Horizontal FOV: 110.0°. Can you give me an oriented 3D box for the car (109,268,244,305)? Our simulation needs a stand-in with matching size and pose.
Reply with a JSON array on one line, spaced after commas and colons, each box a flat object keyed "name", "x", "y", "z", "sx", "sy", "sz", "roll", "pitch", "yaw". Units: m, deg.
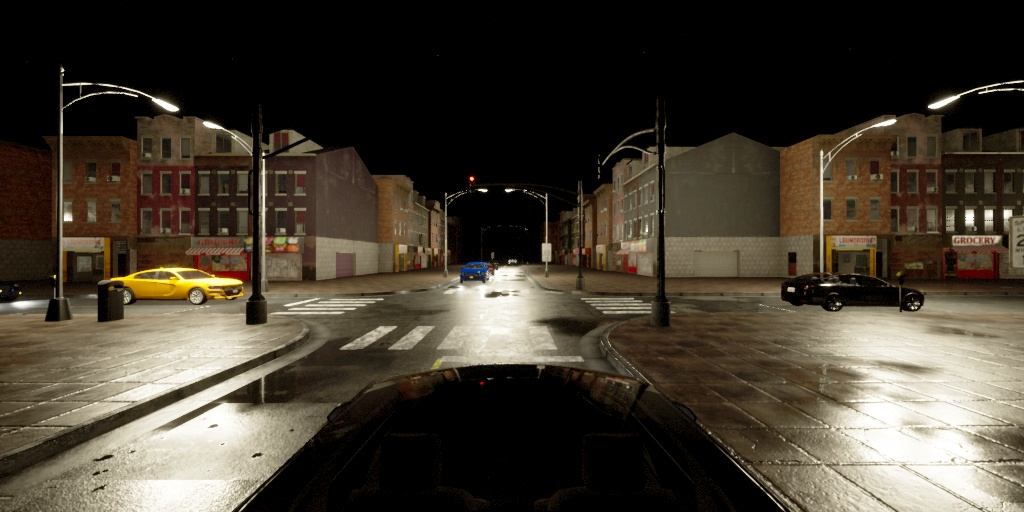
[{"name": "car", "x": -14.588, "y": 1.271, "z": 15.747, "sx": 5.008, "sy": 1.535, "sz": 1.882, "roll": 0, "pitch": 0, "yaw": 2}]

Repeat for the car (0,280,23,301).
[{"name": "car", "x": -24.592, "y": 1.392, "z": 15.776, "sx": 4.181, "sy": 1.385, "sz": 1.994, "roll": 0, "pitch": 0, "yaw": 0}]

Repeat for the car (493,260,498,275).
[{"name": "car", "x": -2.836, "y": 1.333, "z": 37.889, "sx": 1.994, "sy": 1.385, "sz": 4.181, "roll": 0, "pitch": 0, "yaw": 0}]

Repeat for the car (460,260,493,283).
[{"name": "car", "x": -2.825, "y": 1.239, "z": 27.938, "sx": 1.882, "sy": 1.535, "sz": 5.008, "roll": 0, "pitch": 0, "yaw": 1}]

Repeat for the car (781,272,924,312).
[{"name": "car", "x": 12.358, "y": 1.267, "z": 13.195, "sx": 4.313, "sy": 1.339, "sz": 1.948, "roll": 0, "pitch": 0, "yaw": 0}]
